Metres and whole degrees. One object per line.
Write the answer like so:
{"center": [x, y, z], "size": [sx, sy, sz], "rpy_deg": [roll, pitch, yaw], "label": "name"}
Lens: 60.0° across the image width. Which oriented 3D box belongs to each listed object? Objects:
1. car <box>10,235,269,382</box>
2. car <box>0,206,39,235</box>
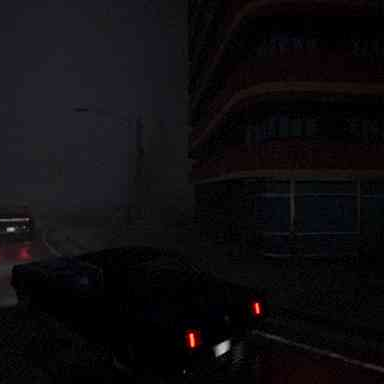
{"center": [-1.260, 1.601, 5.533], "size": [4.718, 1.301, 1.895], "rpy_deg": [0, 0, 42], "label": "car"}
{"center": [-9.191, 1.491, 17.366], "size": [2.128, 1.511, 4.902], "rpy_deg": [0, 0, -23], "label": "car"}
